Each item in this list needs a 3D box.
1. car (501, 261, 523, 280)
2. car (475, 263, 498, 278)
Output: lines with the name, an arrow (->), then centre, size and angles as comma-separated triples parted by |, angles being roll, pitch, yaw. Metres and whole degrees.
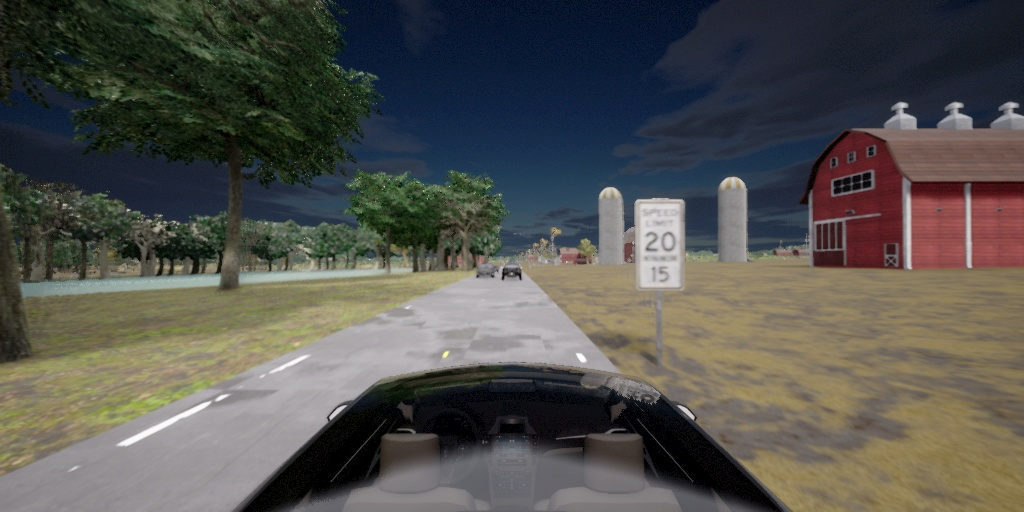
car -> -0.006, 1.459, 34.266 | 1.882, 1.535, 5.008 | 0, -1, 0
car -> -2.763, 1.540, 38.427 | 1.837, 1.490, 4.892 | 0, -1, 0
